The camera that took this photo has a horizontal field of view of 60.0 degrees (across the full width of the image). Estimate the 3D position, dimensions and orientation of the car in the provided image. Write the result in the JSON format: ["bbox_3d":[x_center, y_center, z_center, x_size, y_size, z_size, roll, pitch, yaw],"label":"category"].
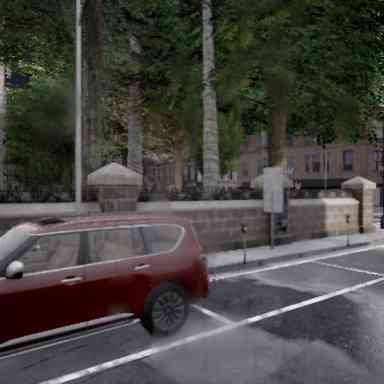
[{"bbox_3d":[-1.995,1.317,5.112,5.009,1.841,2.192,0,0,-36],"label":"car"}]
